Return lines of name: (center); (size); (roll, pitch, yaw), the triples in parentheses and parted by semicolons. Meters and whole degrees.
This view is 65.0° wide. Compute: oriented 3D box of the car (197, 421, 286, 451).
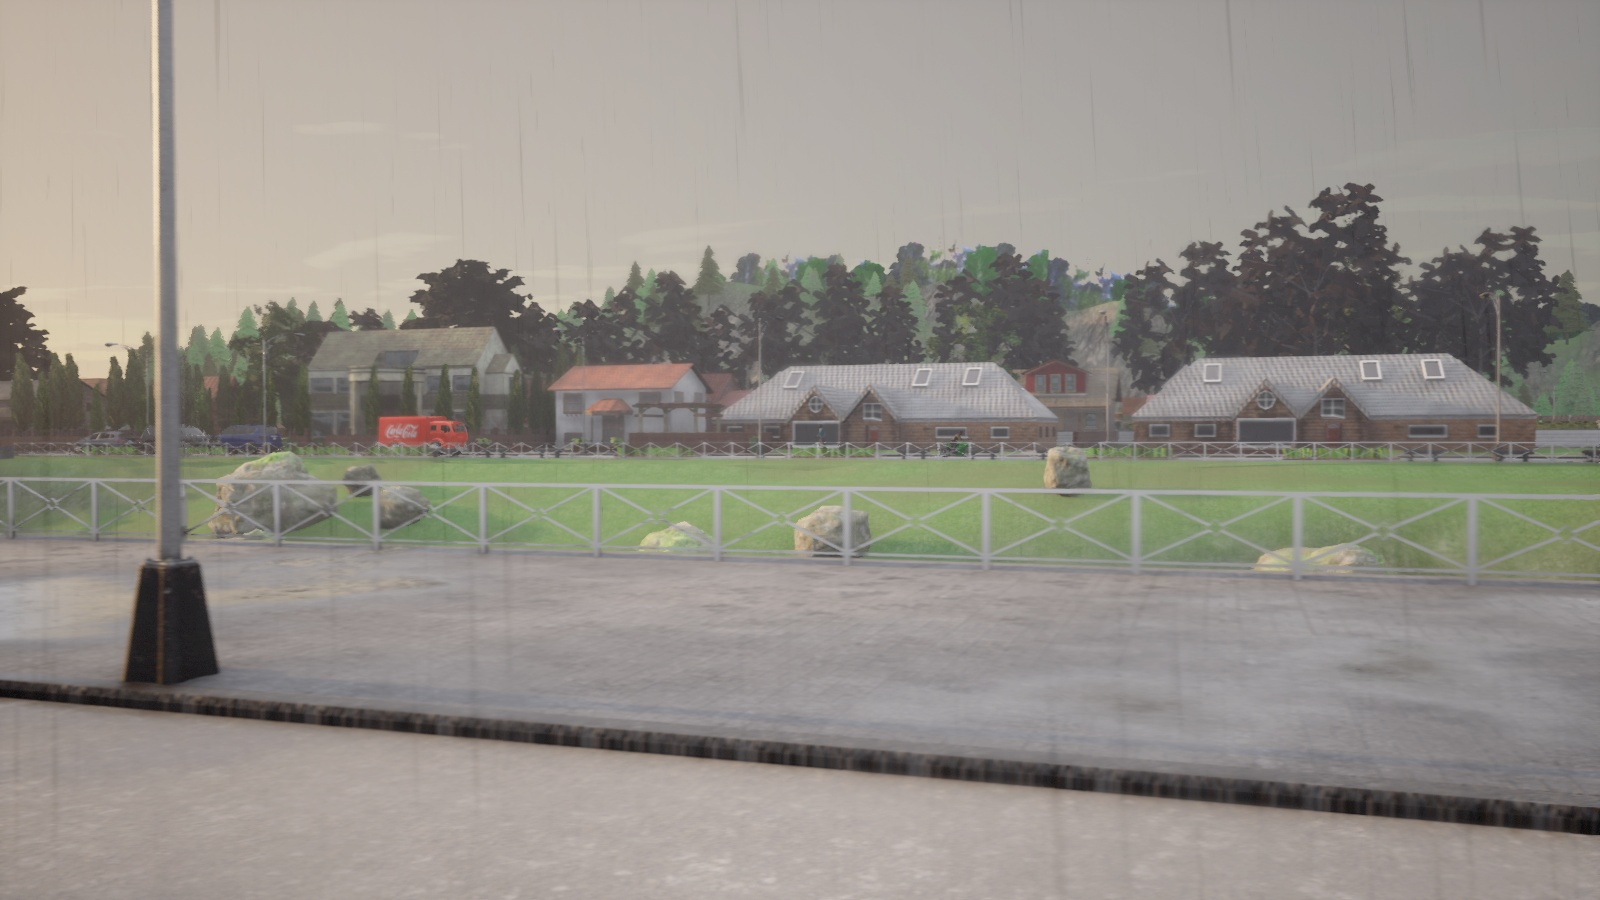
car: (-38.200, -0.973, 85.845); (5.566, 2.045, 2.150); (1, 1, 19)

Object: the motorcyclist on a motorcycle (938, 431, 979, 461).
motorcyclist on a motorcycle: (8.335, -0.216, 65.961); (2.044, 1.523, 0.797); (1, 1, 19)

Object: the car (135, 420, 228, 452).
car: (-40.620, -0.927, 82.439); (5.566, 2.045, 2.150); (1, 1, 19)

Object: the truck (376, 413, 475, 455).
truck: (-22.780, -0.970, 76.430); (5.204, 2.467, 2.627); (1, 1, 19)
